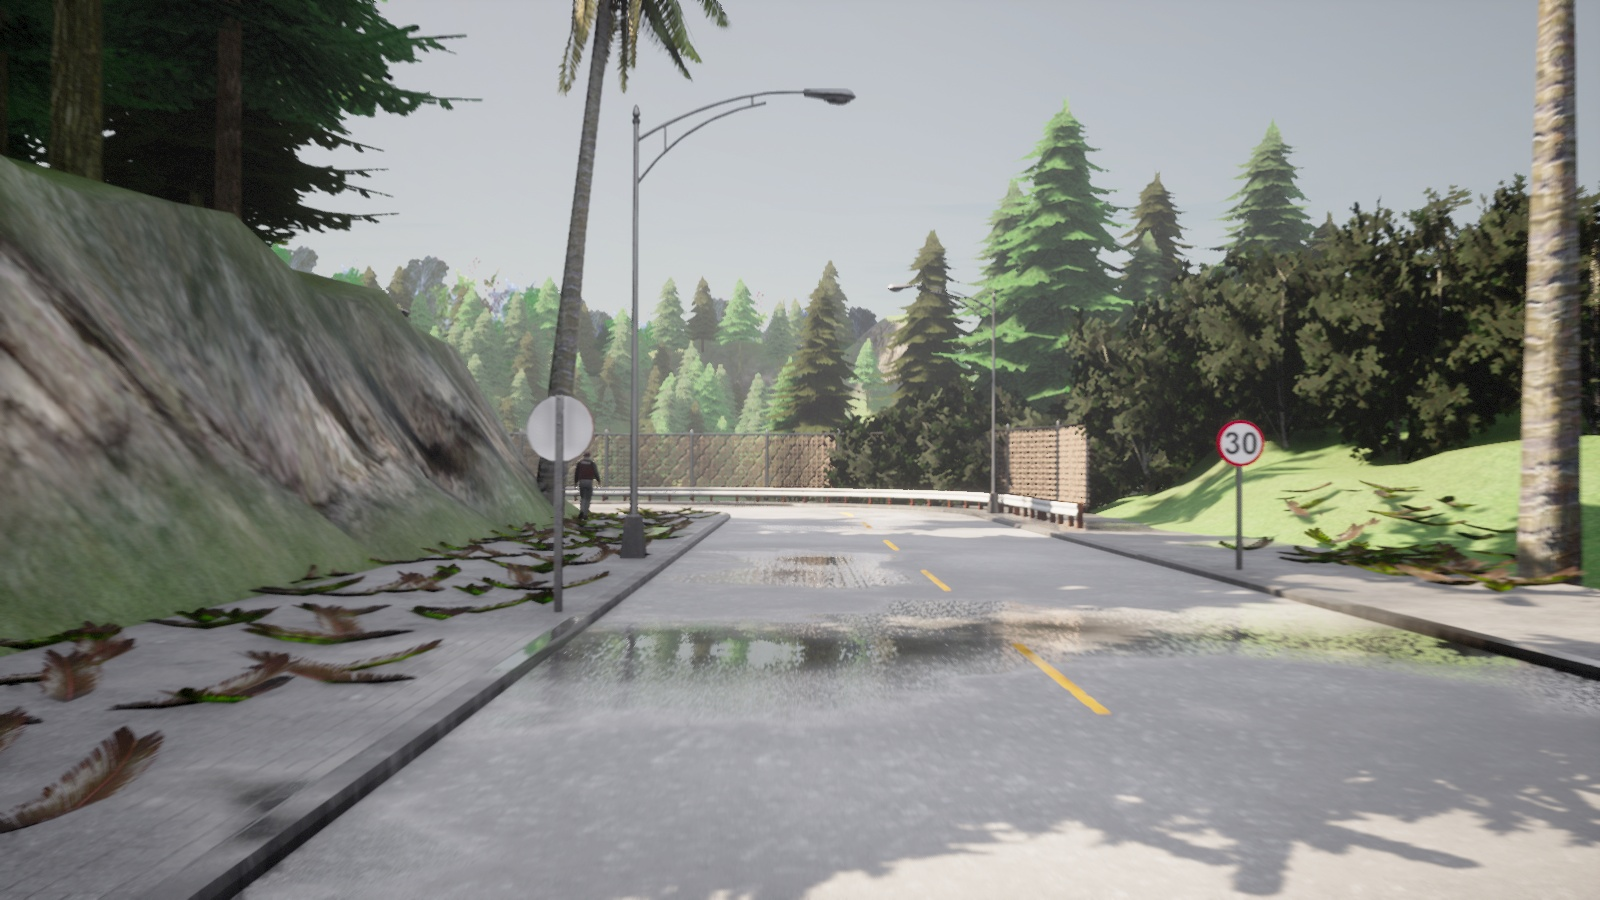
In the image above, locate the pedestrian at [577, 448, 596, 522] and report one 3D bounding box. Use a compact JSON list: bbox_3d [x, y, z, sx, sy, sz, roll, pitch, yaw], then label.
[{"bbox_3d":[-5.412,0.891,31.854,0.376,1.854,0.720,0,-1,0],"label":"pedestrian"}]
